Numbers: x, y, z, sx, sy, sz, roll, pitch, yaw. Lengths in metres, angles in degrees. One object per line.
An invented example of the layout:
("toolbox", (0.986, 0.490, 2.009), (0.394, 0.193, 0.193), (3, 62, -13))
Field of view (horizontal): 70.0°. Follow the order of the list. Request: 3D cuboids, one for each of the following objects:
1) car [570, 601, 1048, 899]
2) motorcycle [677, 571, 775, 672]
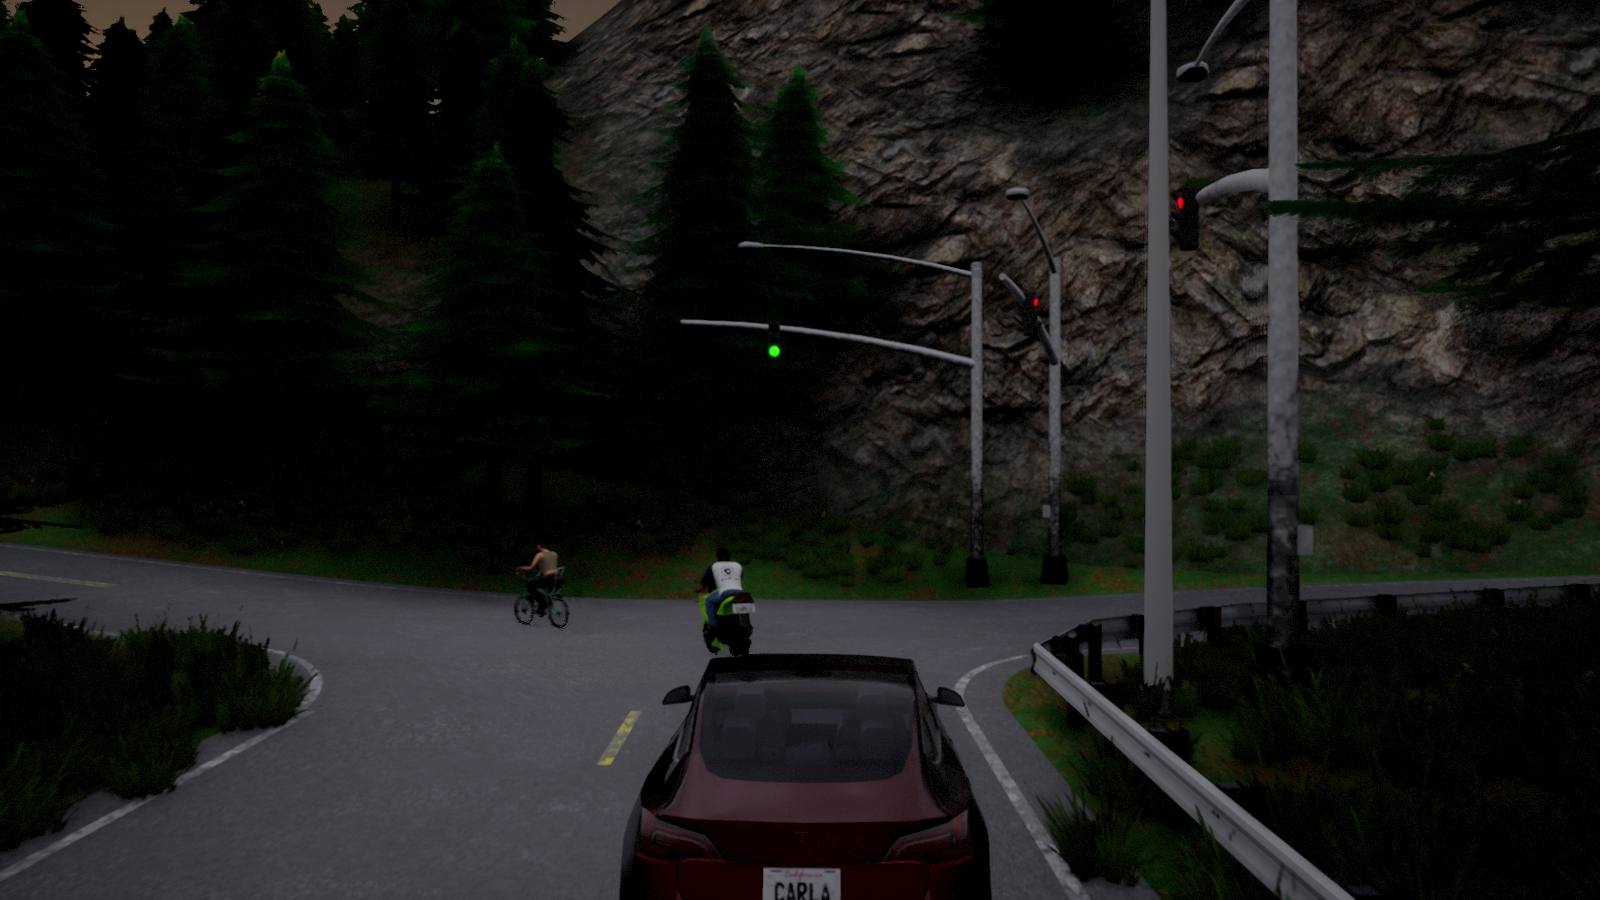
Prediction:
("car", (0.105, 2.062, 7.571), (2.163, 1.488, 4.792), (0, 0, 2))
("motorcycle", (-1.031, 2.259, 15.400), (0.803, 1.145, 2.033), (0, -3, -19))
